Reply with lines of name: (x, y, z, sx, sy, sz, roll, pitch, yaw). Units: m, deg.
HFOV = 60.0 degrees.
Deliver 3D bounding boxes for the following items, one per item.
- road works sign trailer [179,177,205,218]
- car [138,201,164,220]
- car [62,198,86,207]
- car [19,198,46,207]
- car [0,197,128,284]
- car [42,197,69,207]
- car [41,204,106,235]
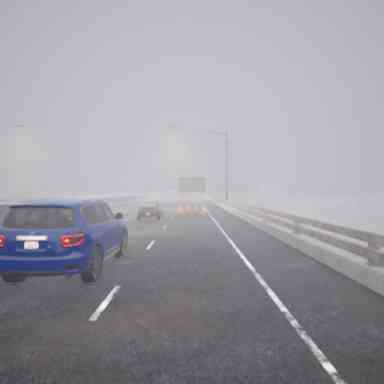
road works sign trailer: (0.009, 0.437, 29.888, 2.380, 3.560, 2.880, 0, 0, 0)
car: (-3.390, 1.501, 27.924, 1.812, 1.442, 4.674, 0, 0, 0)
car: (-17.548, 1.549, 49.743, 1.895, 1.301, 4.718, 0, 0, 0)
car: (-24.532, 1.547, 51.338, 1.895, 1.301, 4.718, 0, 0, 1)
car: (-3.397, 1.215, 9.722, 2.150, 2.045, 5.566, 0, 0, 0)
car: (-21.035, 1.493, 51.550, 2.033, 1.411, 5.357, 0, 0, 1)
car: (-6.895, 1.531, 20.053, 2.033, 1.411, 5.357, 0, 0, 0)
